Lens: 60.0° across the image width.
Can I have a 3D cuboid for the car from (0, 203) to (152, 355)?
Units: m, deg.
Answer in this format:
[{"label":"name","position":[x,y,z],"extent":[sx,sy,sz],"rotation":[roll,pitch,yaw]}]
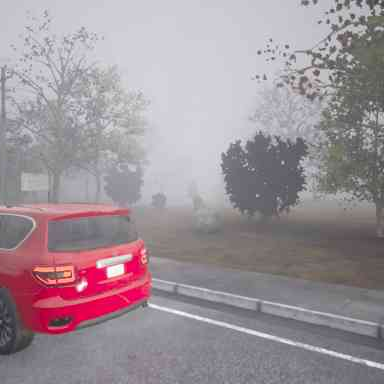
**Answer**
[{"label":"car","position":[-3.281,1.221,6.321],"extent":[5.566,2.045,2.150],"rotation":[0,0,35]}]
